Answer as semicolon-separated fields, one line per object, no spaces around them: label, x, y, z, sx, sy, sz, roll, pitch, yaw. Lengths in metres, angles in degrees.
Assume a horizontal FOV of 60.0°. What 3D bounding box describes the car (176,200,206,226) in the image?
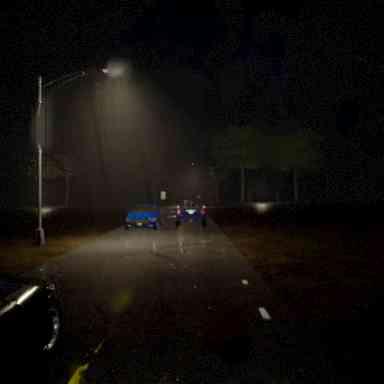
car;-0.068;1.411;24.349;2.097;1.767;4.553;0;0;0

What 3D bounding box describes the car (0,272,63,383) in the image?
car;-2.867;1.568;3.245;1.994;1.385;4.181;0;0;-2

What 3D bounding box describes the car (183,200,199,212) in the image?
car;-0.142;1.754;43.069;2.033;1.411;5.357;0;-1;0

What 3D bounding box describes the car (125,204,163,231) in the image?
car;-2.953;1.524;21.179;1.882;1.535;5.008;0;0;0
